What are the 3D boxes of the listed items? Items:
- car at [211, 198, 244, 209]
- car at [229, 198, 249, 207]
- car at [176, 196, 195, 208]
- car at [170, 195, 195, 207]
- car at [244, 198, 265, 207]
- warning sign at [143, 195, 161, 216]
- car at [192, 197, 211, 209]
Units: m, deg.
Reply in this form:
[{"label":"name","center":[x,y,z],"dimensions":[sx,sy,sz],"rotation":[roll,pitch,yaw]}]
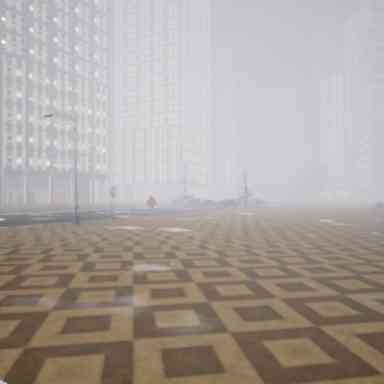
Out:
[{"label":"car","center":[5.253,1.719,48.760],"dimensions":[1.882,1.535,5.008],"rotation":[0,0,34]},{"label":"car","center":[8.606,1.821,60.235],"dimensions":[1.837,1.490,4.892],"rotation":[0,0,31]},{"label":"car","center":[0.055,1.743,52.853],"dimensions":[1.882,1.535,5.008],"rotation":[0,-1,33]},{"label":"car","center":[-1.378,1.513,56.582],"dimensions":[2.150,2.045,5.566],"rotation":[0,-1,33]},{"label":"car","center":[11.387,1.798,58.552],"dimensions":[2.128,1.511,4.902],"rotation":[0,0,31]},{"label":"warning sign","center":[-3.676,1.224,30.432],"dimensions":[1.300,1.860,1.060],"rotation":[0,0,34]},{"label":"car","center":[2.445,1.777,50.401],"dimensions":[1.812,1.442,4.674],"rotation":[0,-1,34]}]
